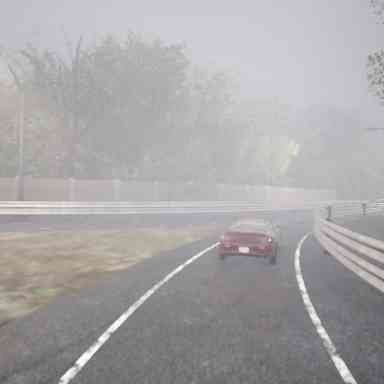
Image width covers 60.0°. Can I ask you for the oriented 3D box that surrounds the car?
[{"bbox_3d":[2.212,1.547,12.051,1.812,1.442,4.674,1,0,17],"label":"car"}]
